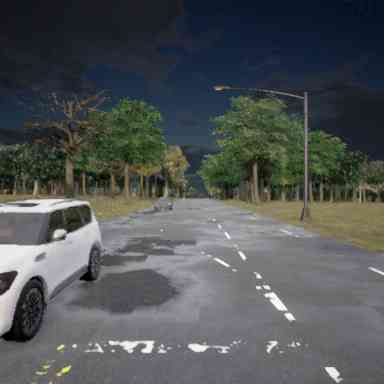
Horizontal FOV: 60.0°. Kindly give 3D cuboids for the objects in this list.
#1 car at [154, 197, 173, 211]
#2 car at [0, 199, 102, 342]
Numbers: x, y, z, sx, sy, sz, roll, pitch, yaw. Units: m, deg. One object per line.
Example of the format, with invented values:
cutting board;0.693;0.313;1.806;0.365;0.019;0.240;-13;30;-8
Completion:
car;-3.452;1.423;41.408;2.097;1.767;4.553;0;0;0
car;-3.487;1.222;6.821;2.150;2.045;5.566;0;1;0
